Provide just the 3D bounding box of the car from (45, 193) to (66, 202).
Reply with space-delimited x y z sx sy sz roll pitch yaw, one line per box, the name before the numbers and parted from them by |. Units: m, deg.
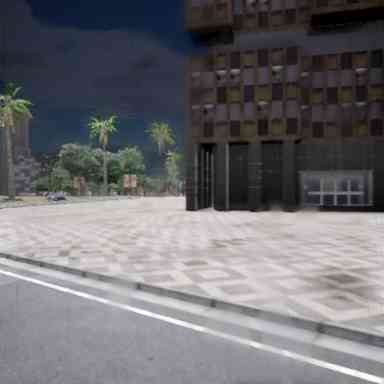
car | -27.584 0.995 67.339 2.097 1.767 4.553 0 1 11
